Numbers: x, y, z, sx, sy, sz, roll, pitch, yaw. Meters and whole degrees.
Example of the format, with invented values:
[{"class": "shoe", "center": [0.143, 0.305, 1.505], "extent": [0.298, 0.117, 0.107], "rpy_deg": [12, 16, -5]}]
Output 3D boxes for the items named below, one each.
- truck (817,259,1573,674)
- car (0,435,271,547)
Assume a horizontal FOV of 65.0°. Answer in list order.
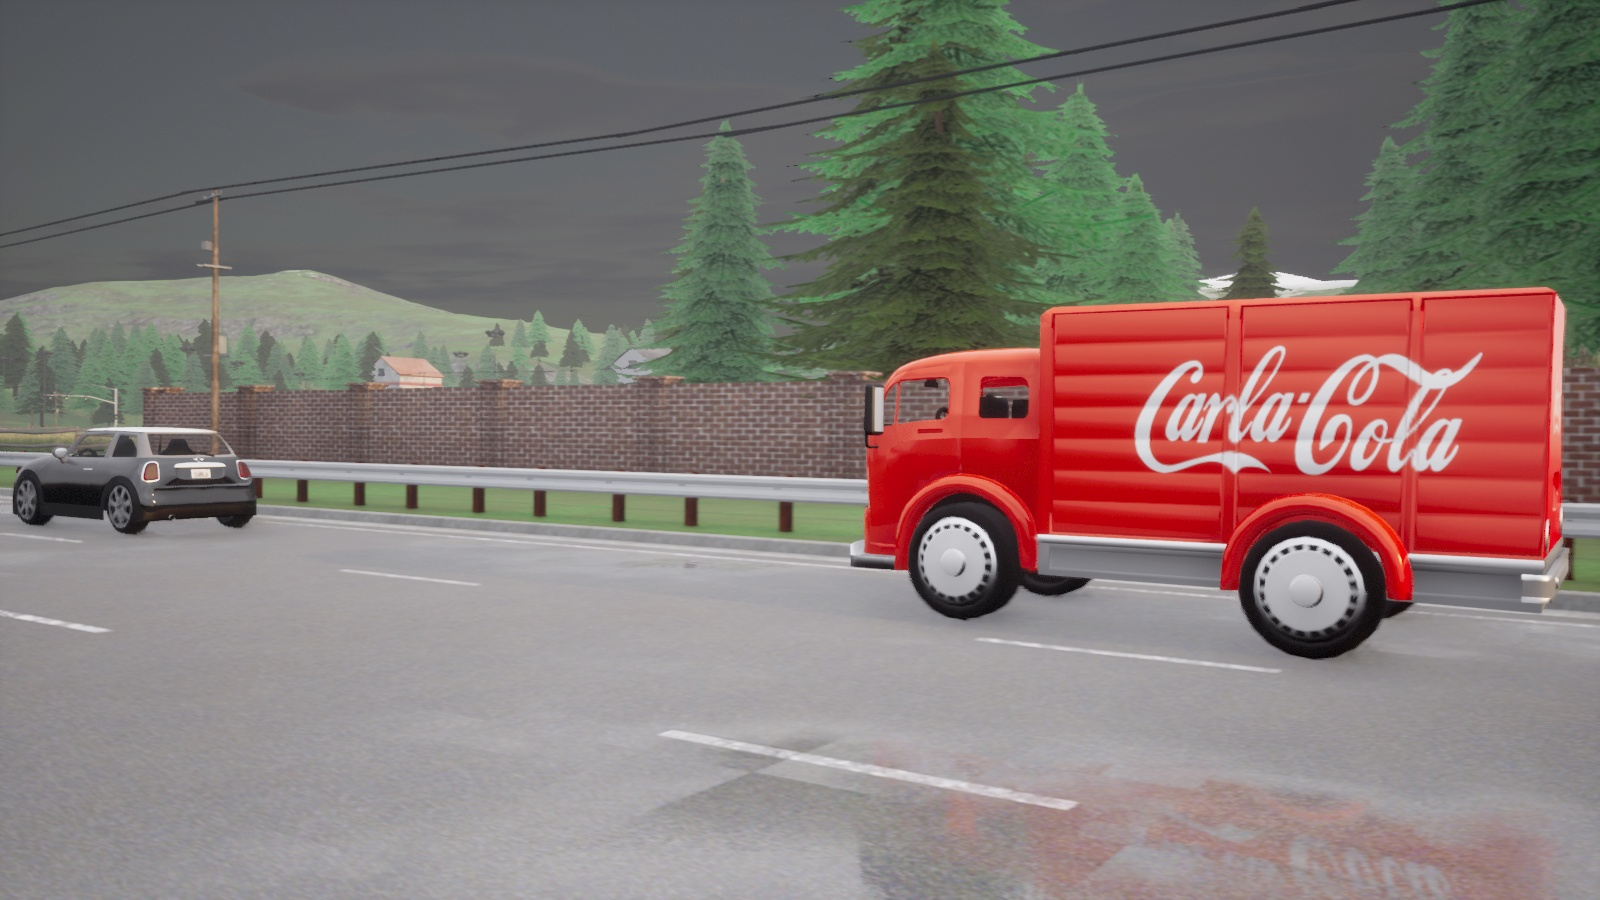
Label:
[{"class": "truck", "center": [3.047, 0.081, 9.993], "extent": [5.204, 2.467, 2.627], "rpy_deg": [0, 1, 34]}, {"class": "car", "center": [-9.881, 0.533, 18.589], "extent": [3.806, 1.475, 1.970], "rpy_deg": [0, 1, 34]}]
